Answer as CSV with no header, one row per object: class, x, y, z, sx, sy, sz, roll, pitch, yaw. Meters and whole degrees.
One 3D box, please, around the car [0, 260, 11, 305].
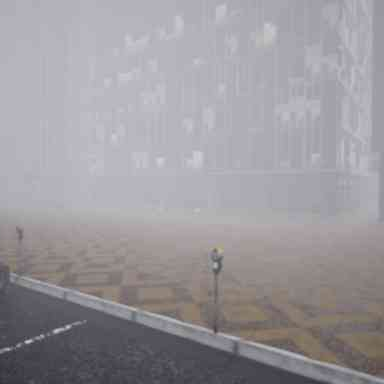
car,-5.325,1.560,6.667,4.313,1.339,1.947,0,1,36
